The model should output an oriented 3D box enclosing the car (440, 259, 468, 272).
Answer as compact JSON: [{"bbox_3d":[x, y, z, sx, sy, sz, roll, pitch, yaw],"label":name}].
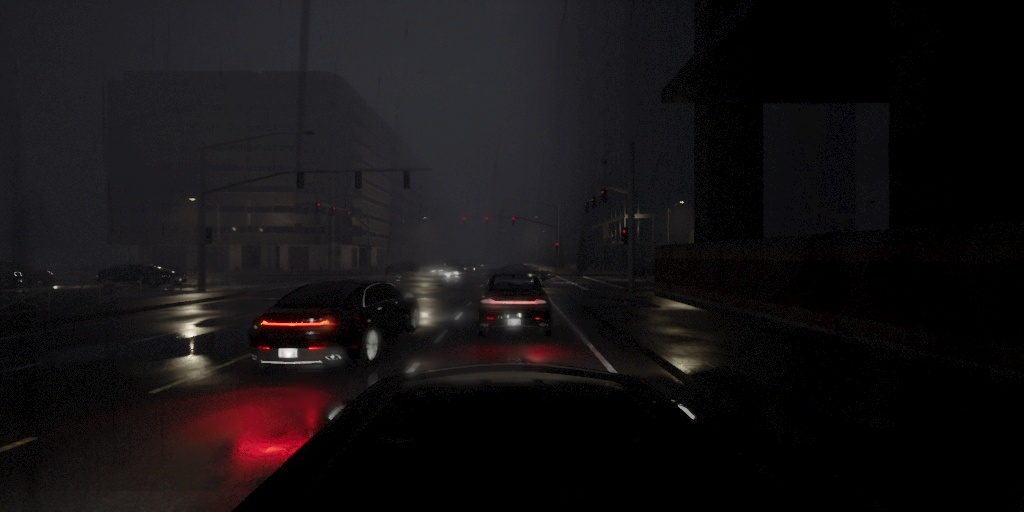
[{"bbox_3d":[-7.474,1.225,46.733,2.128,1.511,4.902,0,0,0],"label":"car"}]

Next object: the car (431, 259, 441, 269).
[{"bbox_3d":[-10.969,1.222,54.633,2.128,1.511,4.902,0,0,0],"label":"car"}]

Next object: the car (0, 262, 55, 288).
[{"bbox_3d":[-33.393,1.149,23.673,4.553,1.767,2.097,0,0,0],"label":"car"}]

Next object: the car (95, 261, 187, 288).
[{"bbox_3d":[-24.326,1.289,23.655,4.902,1.511,2.128,0,0,0],"label":"car"}]

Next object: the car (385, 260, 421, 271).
[{"bbox_3d":[-11.899,1.227,39.441,1.882,1.535,5.008,1,1,15],"label":"car"}]

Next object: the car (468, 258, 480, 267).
[{"bbox_3d":[-7.342,1.205,64.344,1.882,1.535,5.008,0,0,1],"label":"car"}]

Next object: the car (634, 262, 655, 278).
[{"bbox_3d":[13.949,1.285,34.287,4.902,1.511,2.128,0,0,0],"label":"car"}]

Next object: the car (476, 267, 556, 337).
[{"bbox_3d":[0.059,1.238,10.297,2.128,1.511,4.902,0,0,0],"label":"car"}]

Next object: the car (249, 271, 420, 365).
[{"bbox_3d":[-3.451,1.253,7.977,1.837,1.490,4.892,0,0,0],"label":"car"}]

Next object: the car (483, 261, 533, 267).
[{"bbox_3d":[0.691,1.314,28.286,5.357,1.411,2.033,0,0,23],"label":"car"}]
